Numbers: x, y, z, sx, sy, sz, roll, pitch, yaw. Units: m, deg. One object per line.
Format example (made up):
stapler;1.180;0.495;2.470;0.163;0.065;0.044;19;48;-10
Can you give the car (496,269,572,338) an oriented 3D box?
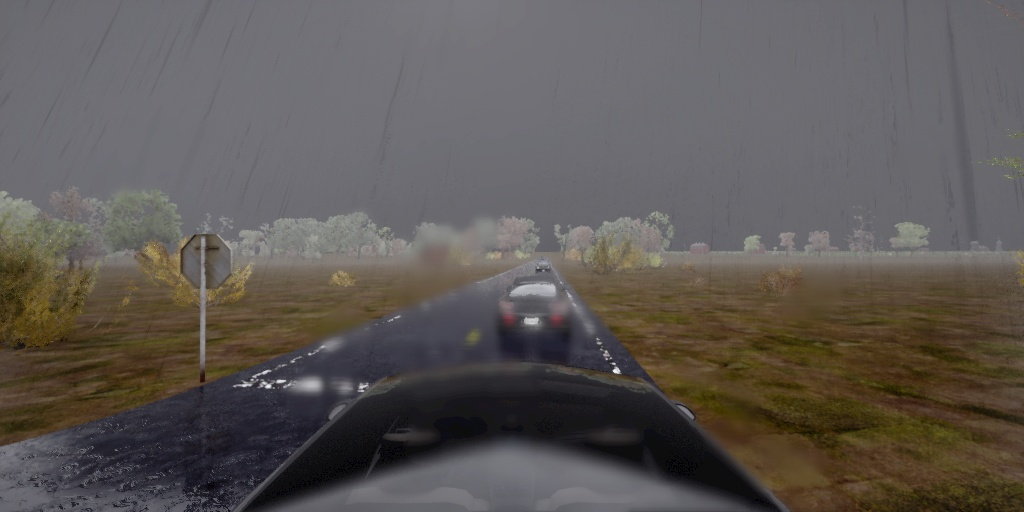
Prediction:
car;0.673;1.275;10.142;1.812;1.442;4.674;0;0;5

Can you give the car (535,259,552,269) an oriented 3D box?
car;3.758;1.346;42.428;1.895;1.301;4.718;0;0;6
